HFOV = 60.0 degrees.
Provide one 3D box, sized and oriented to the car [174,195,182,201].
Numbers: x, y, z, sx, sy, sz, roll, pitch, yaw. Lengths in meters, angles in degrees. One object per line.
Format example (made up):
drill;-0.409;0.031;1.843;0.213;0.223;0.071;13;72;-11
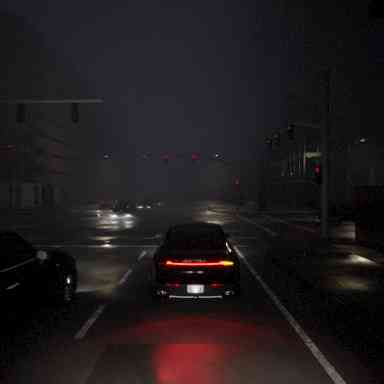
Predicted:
car;-3.507;1.553;84.235;1.994;1.385;4.181;0;0;1

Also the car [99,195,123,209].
car;-10.962;1.478;44.314;1.882;1.535;5.008;0;0;0

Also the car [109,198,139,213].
car;-7.398;1.611;36.575;1.895;1.301;4.718;0;0;-1

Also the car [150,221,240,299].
car;0.082;1.505;8.441;1.837;1.490;4.892;0;0;0

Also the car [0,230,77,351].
car;-3.445;1.352;5.119;2.097;1.767;4.553;0;0;0

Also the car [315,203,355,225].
car;11.450;1.547;23.980;4.902;1.511;2.128;0;0;0

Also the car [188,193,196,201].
car;-0.004;1.225;84.459;2.150;2.045;5.566;0;0;1

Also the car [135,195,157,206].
car;-7.425;1.548;54.587;2.033;1.411;5.357;0;0;1

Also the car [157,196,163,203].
car;-7.177;1.478;68.979;1.882;1.535;5.008;0;0;1

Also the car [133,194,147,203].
car;-10.682;1.352;68.589;2.097;1.767;4.553;0;0;1

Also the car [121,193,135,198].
car;-10.907;1.222;55.754;2.150;2.045;5.566;0;0;1
